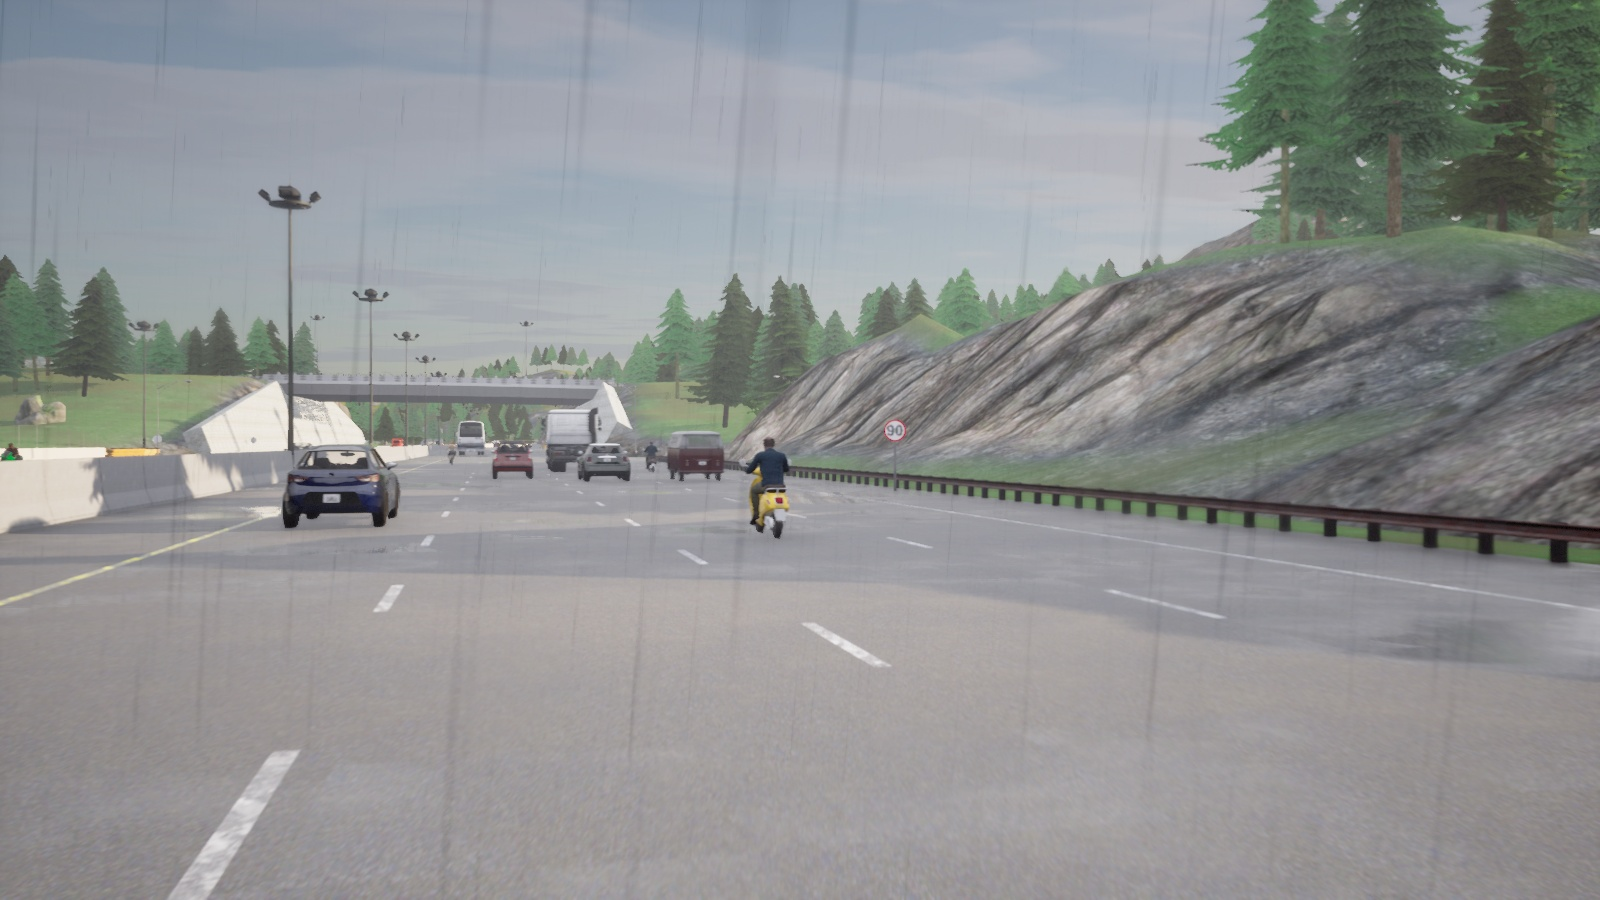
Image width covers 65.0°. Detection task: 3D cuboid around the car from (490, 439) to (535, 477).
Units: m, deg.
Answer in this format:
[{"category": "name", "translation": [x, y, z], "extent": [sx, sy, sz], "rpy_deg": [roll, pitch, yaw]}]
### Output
[{"category": "car", "translation": [-12.603, 0.323, 54.853], "extent": [1.851, 1.617, 3.988], "rpy_deg": [0, 0, -14]}]

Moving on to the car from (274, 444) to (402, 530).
[{"category": "car", "translation": [-8.628, 0.618, 23.782], "extent": [1.816, 1.474, 4.193], "rpy_deg": [0, 0, -14]}]

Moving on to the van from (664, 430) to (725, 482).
[{"category": "van", "translation": [-4.263, 0.213, 50.202], "extent": [1.775, 1.987, 4.442], "rpy_deg": [0, 1, -14]}]

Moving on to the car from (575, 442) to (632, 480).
[{"category": "car", "translation": [-7.926, 0.419, 50.447], "extent": [1.970, 1.475, 3.806], "rpy_deg": [0, 0, -14]}]

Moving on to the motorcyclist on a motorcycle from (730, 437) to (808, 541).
[{"category": "motorcyclist on a motorcycle", "translation": [-0.518, 0.585, 20.071], "extent": [0.866, 1.590, 1.817], "rpy_deg": [0, 0, -14]}]

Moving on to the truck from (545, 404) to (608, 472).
[{"category": "truck", "translation": [-12.185, -0.631, 67.910], "extent": [2.891, 3.462, 7.936], "rpy_deg": [0, 0, -14]}]
